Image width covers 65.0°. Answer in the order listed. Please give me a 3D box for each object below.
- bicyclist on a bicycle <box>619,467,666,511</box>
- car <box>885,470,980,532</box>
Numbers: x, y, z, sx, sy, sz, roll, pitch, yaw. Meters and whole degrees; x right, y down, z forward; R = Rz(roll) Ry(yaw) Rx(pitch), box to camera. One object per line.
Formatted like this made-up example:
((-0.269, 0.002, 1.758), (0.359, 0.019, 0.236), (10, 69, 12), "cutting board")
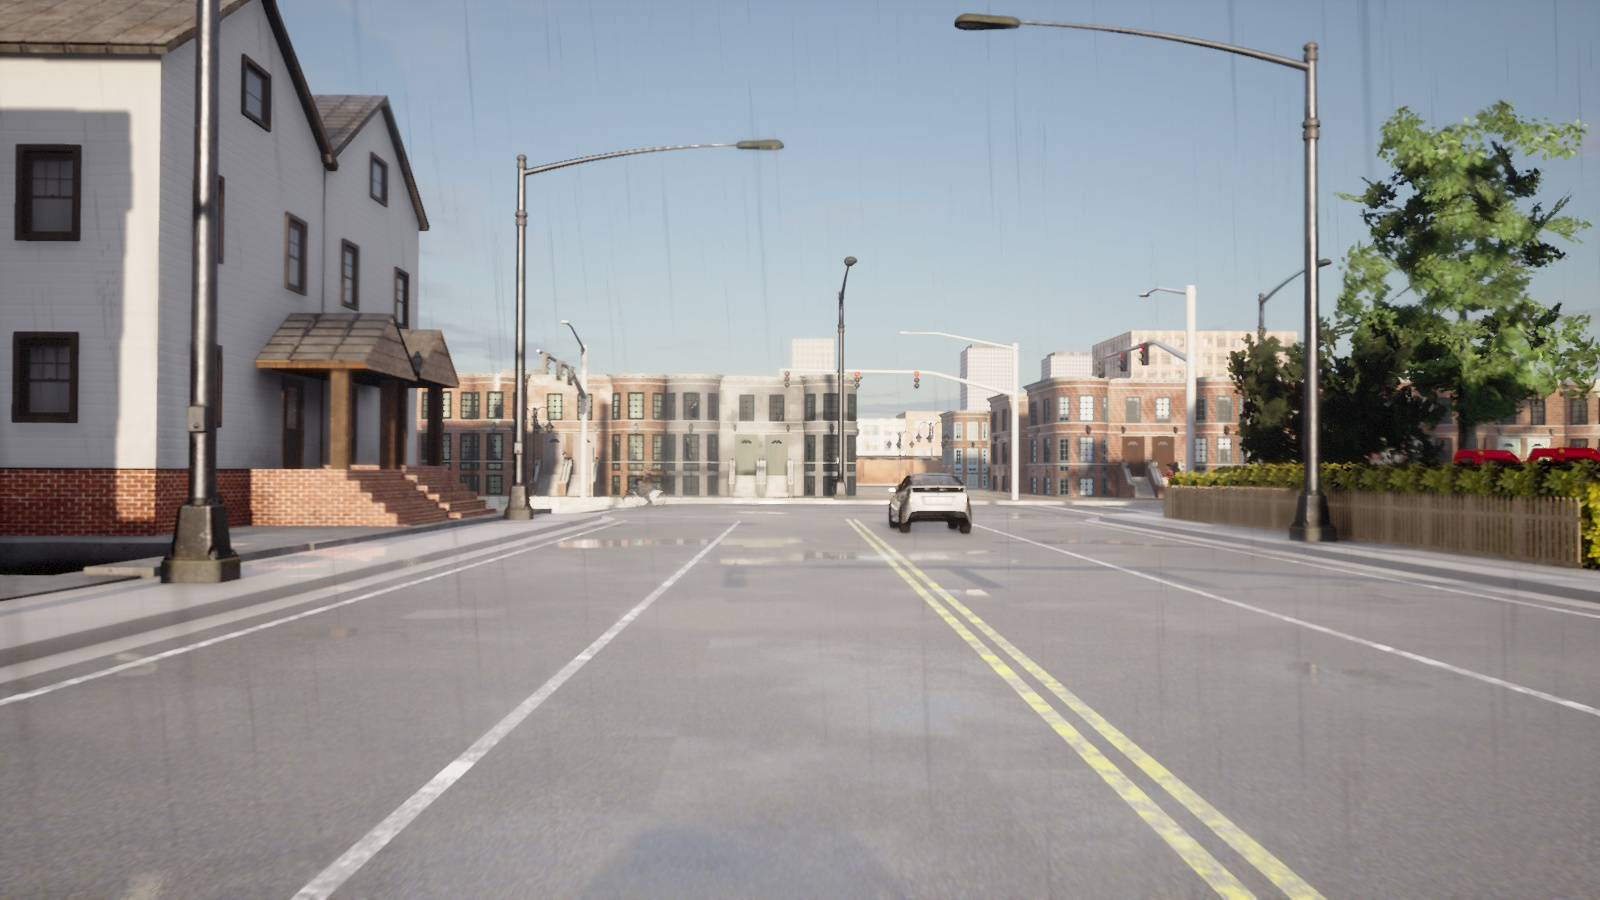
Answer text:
((-6.746, 1.677, 53.952), (1.843, 1.776, 0.659), (-3, -1, 0), "bicyclist on a bicycle")
((3.419, 1.300, 33.197), (2.007, 1.525, 4.514), (0, -1, 0), "car")
